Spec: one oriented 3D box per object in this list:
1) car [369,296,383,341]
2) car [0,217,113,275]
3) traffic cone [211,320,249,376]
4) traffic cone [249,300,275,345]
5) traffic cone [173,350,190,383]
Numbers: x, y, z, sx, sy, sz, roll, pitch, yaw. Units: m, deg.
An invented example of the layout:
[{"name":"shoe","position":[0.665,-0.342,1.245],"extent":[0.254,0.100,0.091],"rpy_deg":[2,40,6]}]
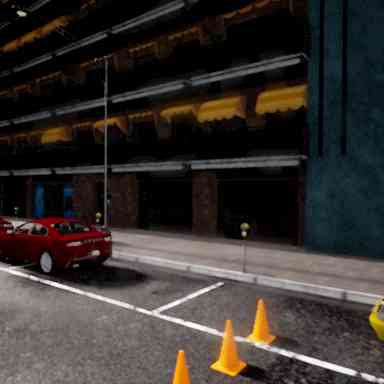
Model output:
[{"name":"car","position":[4.702,1.542,3.641],"extent":[4.829,1.417,1.752],"rpy_deg":[1,0,36]},{"name":"car","position":[-4.371,1.460,10.130],"extent":[4.507,1.381,1.887],"rpy_deg":[1,0,36]},{"name":"traffic cone","position":[0.470,1.938,4.254],"extent":[0.340,0.580,0.340],"rpy_deg":[1,0,36]},{"name":"traffic cone","position":[1.052,1.938,5.067],"extent":[0.340,0.580,0.340],"rpy_deg":[1,0,36]},{"name":"traffic cone","position":[-0.112,1.938,3.440],"extent":[0.340,0.580,0.340],"rpy_deg":[1,0,36]}]
